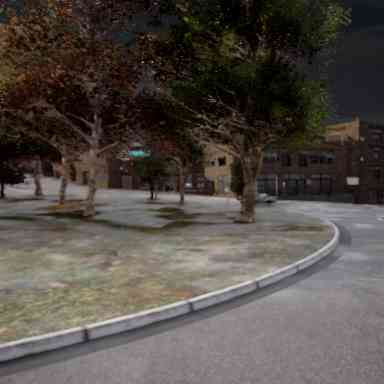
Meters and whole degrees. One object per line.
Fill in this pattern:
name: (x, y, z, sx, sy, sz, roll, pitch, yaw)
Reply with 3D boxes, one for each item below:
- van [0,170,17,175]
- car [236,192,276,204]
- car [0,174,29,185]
van: (-41.697, -3.429, 75.712, 1.878, 1.987, 4.442, 6, 5, 32)
car: (7.812, 0.697, 40.957, 2.033, 1.411, 5.357, -1, 4, -37)
car: (-36.151, -2.308, 68.484, 2.231, 1.521, 4.892, 6, 5, 32)
